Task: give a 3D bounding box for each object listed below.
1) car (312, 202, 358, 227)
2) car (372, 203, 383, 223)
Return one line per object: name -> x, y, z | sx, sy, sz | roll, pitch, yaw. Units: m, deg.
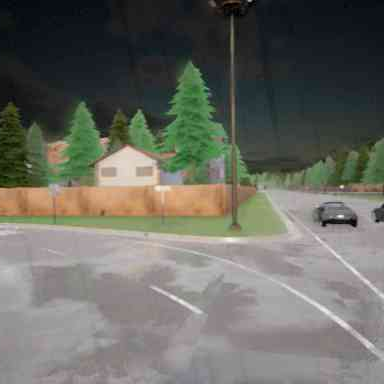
car -> 8.613, 1.292, 20.326 | 1.994, 1.385, 4.181 | -1, 0, 12
car -> 11.928, 1.196, 19.080 | 1.837, 1.490, 4.892 | -1, 0, 12
